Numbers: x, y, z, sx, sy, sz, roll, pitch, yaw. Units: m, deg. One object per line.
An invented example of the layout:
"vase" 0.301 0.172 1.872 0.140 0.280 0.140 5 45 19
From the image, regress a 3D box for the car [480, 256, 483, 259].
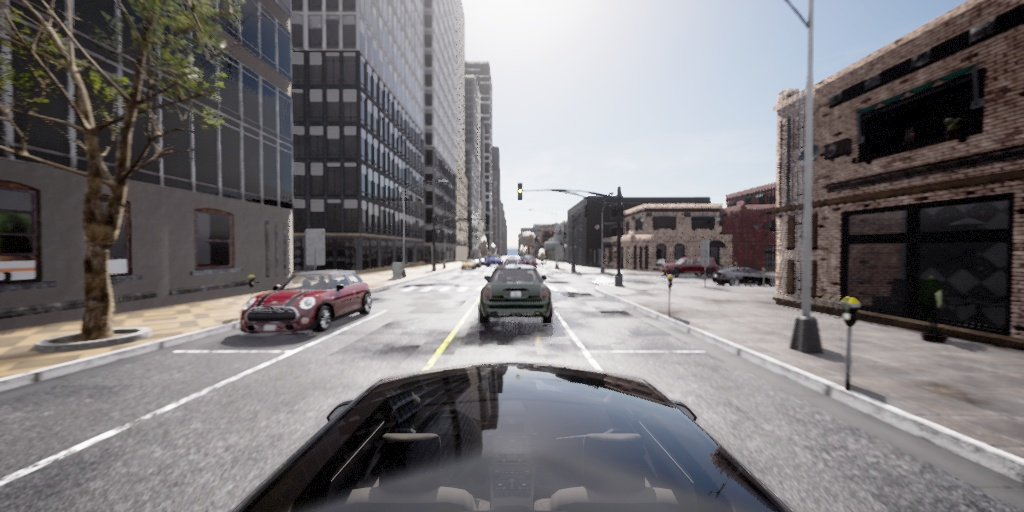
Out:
"car" -5.604 1.097 54.007 1.948 1.339 4.313 0 0 0

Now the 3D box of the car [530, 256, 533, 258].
"car" 2.744 0.971 53.944 1.967 1.591 4.097 0 0 0

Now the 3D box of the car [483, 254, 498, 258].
"car" -2.986 0.732 58.907 2.150 2.045 5.566 0 0 1

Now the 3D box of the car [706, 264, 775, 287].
"car" 16.435 1.452 25.269 4.313 1.339 1.948 0 0 1

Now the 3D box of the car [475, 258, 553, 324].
"car" 0.110 1.059 11.976 2.097 1.767 4.553 0 0 0

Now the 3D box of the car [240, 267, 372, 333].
"car" -5.683 1.153 10.416 1.967 1.591 4.097 0 0 0

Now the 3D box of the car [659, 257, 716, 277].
"car" 16.551 1.036 33.647 5.009 1.841 2.192 0 0 1

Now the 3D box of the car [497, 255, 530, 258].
"car" 0.128 0.983 29.702 2.097 1.767 4.553 0 0 0

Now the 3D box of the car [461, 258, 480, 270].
"car" -5.781 1.080 48.194 1.751 1.417 4.829 0 0 0
